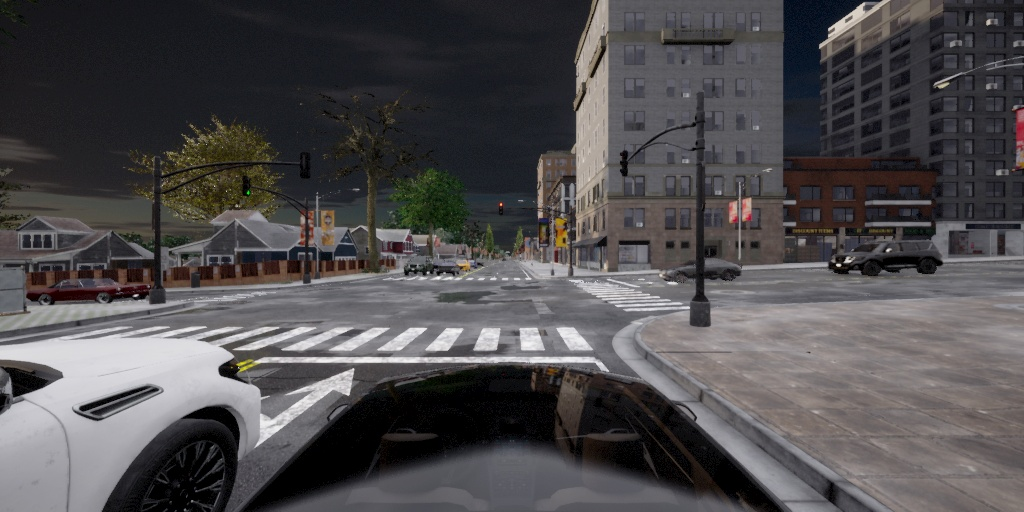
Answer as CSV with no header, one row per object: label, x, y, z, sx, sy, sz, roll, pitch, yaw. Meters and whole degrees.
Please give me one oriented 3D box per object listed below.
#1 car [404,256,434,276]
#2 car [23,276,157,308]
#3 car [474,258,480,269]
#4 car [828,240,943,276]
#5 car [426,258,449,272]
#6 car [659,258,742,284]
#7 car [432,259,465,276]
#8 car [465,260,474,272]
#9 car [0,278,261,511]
car,-9.887,0.990,38.598,2.150,2.045,5.566,0,0,0
car,-21.644,1.806,18.537,4.718,1.301,1.895,-2,0,0
car,-6.654,1.335,57.871,1.812,1.442,4.674,0,0,0
car,22.730,0.115,21.934,5.566,2.045,2.150,-2,0,0
car,-9.899,1.136,48.070,2.097,1.767,4.553,0,0,0
car,11.419,0.851,21.896,4.674,1.442,1.812,-2,0,1
car,-6.640,1.315,37.906,2.033,1.411,5.357,0,0,0
car,-6.651,1.261,47.697,1.882,1.535,5.008,0,0,0
car,-3.145,0.972,0.564,2.150,2.045,5.566,0,0,0
